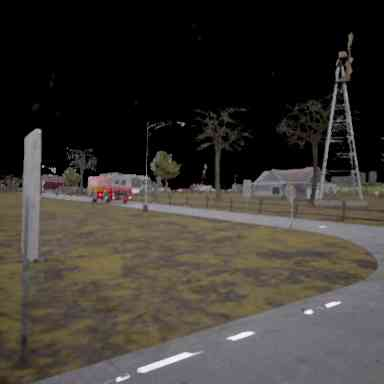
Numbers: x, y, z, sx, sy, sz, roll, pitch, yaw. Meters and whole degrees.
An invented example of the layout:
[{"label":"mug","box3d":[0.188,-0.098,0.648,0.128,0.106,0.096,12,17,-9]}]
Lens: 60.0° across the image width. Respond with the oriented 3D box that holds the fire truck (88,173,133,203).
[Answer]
[{"label":"fire truck","box3d":[-10.863,-0.533,43.571,2.891,3.827,8.468,2,0,-36]}]
